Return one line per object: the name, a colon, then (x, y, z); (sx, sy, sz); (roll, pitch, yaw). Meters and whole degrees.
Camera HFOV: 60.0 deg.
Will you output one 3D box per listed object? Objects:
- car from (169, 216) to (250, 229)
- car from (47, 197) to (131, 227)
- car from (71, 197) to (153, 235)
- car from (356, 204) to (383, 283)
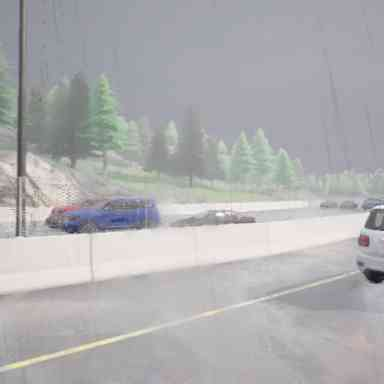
car: (1.284, 1.694, 18.413); (5.357, 1.411, 2.033); (1, -1, -37)
car: (-7.540, 1.378, 24.786); (5.566, 2.045, 2.150); (1, -1, -39)
car: (-4.362, 1.344, 18.343); (5.566, 2.045, 2.150); (1, -1, -37)
car: (6.518, 1.319, 8.830); (5.566, 2.045, 2.150); (0, 0, -38)
